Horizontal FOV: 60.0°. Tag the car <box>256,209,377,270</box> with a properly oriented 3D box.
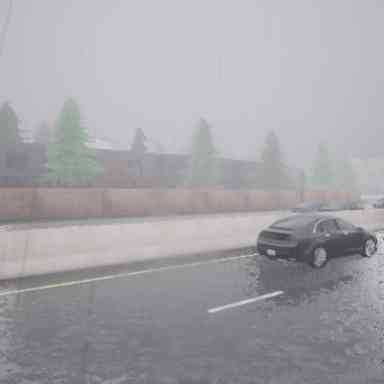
[{"bbox_3d":[4.293,1.505,11.119,4.892,1.490,1.837,0,0,-35],"label":"car"}]

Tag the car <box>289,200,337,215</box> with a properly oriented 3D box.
[{"bbox_3d":[12.593,1.544,34.483,5.357,1.411,2.033,0,0,-36],"label":"car"}]

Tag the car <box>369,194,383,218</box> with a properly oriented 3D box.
[{"bbox_3d":[18.488,1.217,30.139,5.566,2.045,2.150,0,0,-36],"label":"car"}]
